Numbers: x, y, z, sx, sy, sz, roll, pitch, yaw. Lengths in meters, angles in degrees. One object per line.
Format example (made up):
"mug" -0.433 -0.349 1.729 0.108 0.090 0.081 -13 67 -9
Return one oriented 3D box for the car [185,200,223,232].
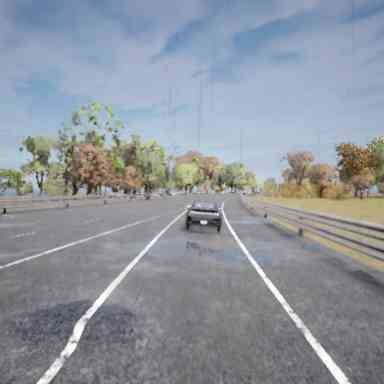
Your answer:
"car" 0.666 1.226 18.478 2.128 1.511 4.902 4 1 2
